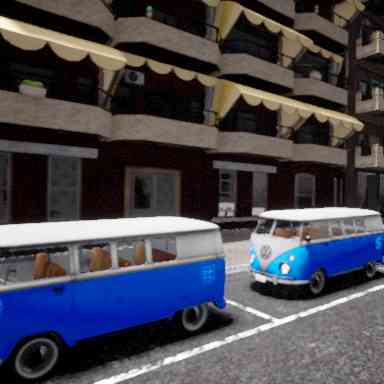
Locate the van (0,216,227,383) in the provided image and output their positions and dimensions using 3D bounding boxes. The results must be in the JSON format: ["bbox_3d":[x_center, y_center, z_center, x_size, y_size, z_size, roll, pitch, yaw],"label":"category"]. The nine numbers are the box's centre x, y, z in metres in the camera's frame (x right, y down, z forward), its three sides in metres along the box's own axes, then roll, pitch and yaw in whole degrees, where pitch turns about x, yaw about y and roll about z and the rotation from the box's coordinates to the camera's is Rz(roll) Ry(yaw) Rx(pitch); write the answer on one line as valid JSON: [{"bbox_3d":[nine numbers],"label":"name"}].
[{"bbox_3d":[-1.313,1.336,5.131,3.998,1.788,1.690,0,2,-35],"label":"van"}]

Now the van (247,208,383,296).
[{"bbox_3d":[3.193,1.319,8.340,3.998,1.788,1.690,0,2,-35],"label":"van"}]
